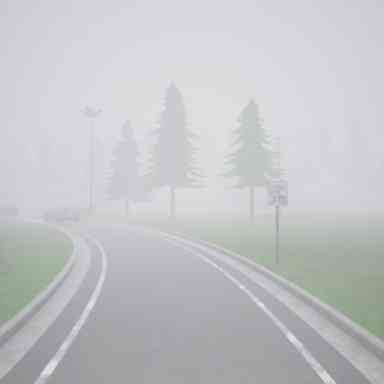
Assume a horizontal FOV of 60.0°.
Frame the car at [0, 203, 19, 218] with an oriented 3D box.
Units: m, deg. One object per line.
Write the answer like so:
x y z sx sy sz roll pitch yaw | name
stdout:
-21.081 1.986 36.353 5.008 1.535 1.882 0 -1 30 | car

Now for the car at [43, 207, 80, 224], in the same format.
-11.491 1.963 29.154 1.994 1.385 4.181 1 -1 -43 | car
